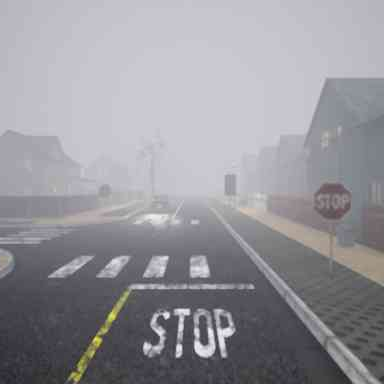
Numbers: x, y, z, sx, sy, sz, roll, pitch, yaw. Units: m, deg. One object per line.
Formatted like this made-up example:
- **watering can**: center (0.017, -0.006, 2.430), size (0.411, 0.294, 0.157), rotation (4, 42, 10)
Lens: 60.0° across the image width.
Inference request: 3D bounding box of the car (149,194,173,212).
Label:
- **car**: center (-2.747, 0.970, 30.439), size (2.128, 1.511, 4.902), rotation (0, 1, 0)
